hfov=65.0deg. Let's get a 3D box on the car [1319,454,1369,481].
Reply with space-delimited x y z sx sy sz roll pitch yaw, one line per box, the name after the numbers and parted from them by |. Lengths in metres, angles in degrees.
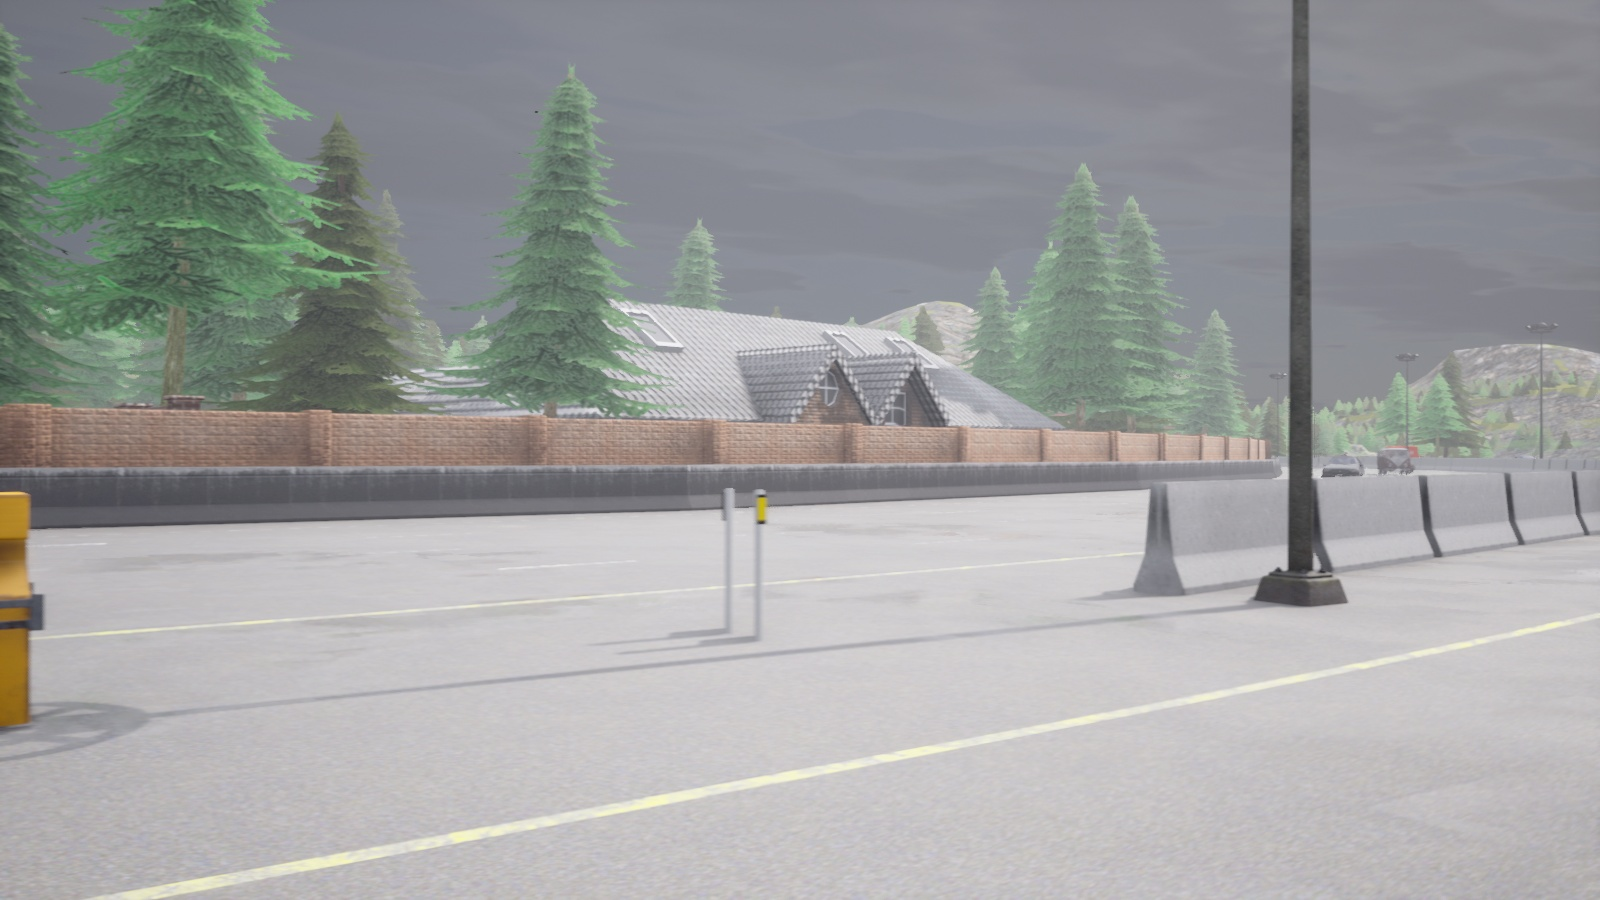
29.916 0.912 69.020 2.033 1.411 5.357 0 0 29 | car
